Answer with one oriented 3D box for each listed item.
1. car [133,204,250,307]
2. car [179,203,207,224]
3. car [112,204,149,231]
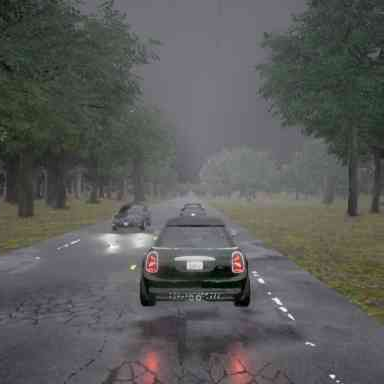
[{"bbox_3d":[0.088,1.352,8.158,2.097,1.767,4.553,0,0,1],"label":"car"},{"bbox_3d":[0.071,1.568,25.441,1.994,1.385,4.181,0,0,0],"label":"car"},{"bbox_3d":[-3.623,1.506,20.592,1.837,1.490,4.892,0,0,0],"label":"car"}]
